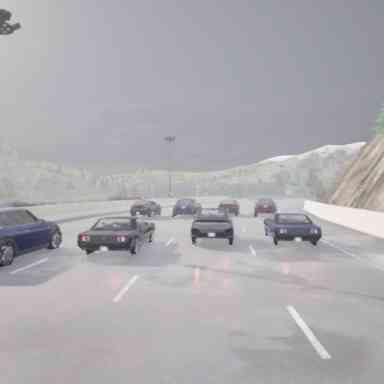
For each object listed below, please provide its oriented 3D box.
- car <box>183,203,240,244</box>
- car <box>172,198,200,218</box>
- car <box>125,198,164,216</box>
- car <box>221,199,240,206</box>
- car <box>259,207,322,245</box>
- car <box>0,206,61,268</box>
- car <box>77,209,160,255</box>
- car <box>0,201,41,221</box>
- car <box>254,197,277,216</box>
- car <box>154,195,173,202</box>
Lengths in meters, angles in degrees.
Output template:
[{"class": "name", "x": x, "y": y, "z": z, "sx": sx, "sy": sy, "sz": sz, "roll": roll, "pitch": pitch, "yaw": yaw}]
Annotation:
[{"class": "car", "x": 1.024, "y": 1.494, "z": 15.748, "sx": 2.128, "sy": 1.511, "sz": 4.902, "roll": 0, "pitch": 0, "yaw": 6}, {"class": "car", "x": -0.352, "y": 1.352, "z": 30.591, "sx": 2.097, "sy": 1.767, "sz": 4.553, "roll": 0, "pitch": 0, "yaw": 10}, {"class": "car", "x": -4.049, "y": 1.496, "z": 29.856, "sx": 1.837, "sy": 1.490, "sz": 4.892, "roll": 0, "pitch": 0, "yaw": 10}, {"class": "car", "x": 3.782, "y": 1.487, "z": 33.483, "sx": 1.882, "sy": 1.535, "sz": 5.008, "roll": 0, "pitch": 0, "yaw": 12}, {"class": "car", "x": 4.495, "y": 1.611, "z": 15.588, "sx": 1.895, "sy": 1.301, "sz": 4.718, "roll": 0, "pitch": 0, "yaw": 6}, {"class": "car", "x": -6.360, "y": 1.338, "z": 11.461, "sx": 2.097, "sy": 1.767, "sz": 4.553, "roll": 0, "pitch": 0, "yaw": 4}, {"class": "car", "x": -2.743, "y": 1.595, "z": 13.279, "sx": 1.895, "sy": 1.301, "sz": 4.718, "roll": 0, "pitch": 0, "yaw": 5}, {"class": "car", "x": -15.252, "y": 1.514, "z": 27.990, "sx": 2.033, "sy": 1.411, "sz": 5.357, "roll": 0, "pitch": 0, "yaw": 9}, {"class": "car", "x": 7.198, "y": 1.368, "z": 32.678, "sx": 2.097, "sy": 1.767, "sz": 4.553, "roll": 0, "pitch": 0, "yaw": 12}, {"class": "car", "x": -6.160, "y": 1.426, "z": 72.194, "sx": 1.882, "sy": 1.535, "sz": 5.008, "roll": 0, "pitch": 0, "yaw": 22}]
